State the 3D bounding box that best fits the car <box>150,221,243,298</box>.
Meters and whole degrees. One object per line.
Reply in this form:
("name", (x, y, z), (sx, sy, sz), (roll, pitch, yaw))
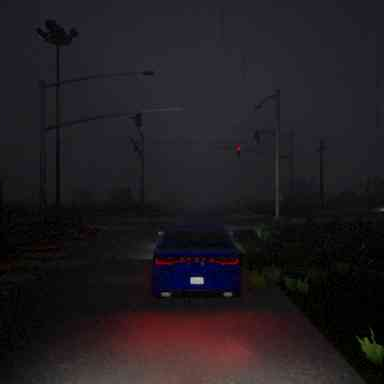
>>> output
("car", (0.101, 1.476, 8.582), (1.882, 1.535, 5.008), (0, 0, 0))
